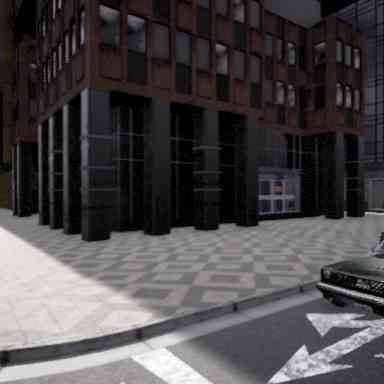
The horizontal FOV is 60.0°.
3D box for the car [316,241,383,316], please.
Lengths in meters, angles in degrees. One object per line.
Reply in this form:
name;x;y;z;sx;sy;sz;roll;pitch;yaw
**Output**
car;4.677;1.598;6.706;4.718;1.301;1.895;0;0;-33
